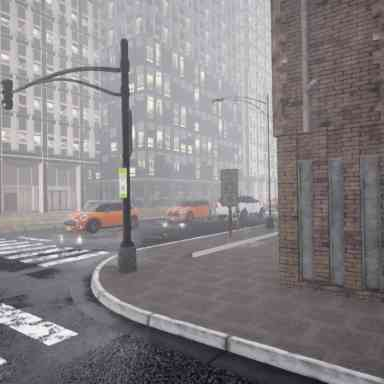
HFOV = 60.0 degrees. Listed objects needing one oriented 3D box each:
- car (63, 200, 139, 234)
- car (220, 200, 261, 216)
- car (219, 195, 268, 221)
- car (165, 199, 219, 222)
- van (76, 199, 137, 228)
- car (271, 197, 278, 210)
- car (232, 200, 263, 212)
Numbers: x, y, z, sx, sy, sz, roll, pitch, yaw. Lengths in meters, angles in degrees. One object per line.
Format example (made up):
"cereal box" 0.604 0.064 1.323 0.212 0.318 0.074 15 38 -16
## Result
"car" -5.358 1.416 19.912 2.097 1.767 4.553 -1 -1 37
"car" 5.130 1.590 34.359 2.128 1.511 4.902 -1 -1 36
"car" 4.053 1.244 27.422 2.150 2.045 5.566 -1 -1 36
"car" -0.150 1.433 27.066 2.097 1.767 4.553 -1 -1 36
"van" -5.917 1.460 23.512 1.690 1.788 3.998 -2 -1 36
"car" 11.074 1.471 42.538 2.097 1.767 4.553 -1 -1 36
"car" 6.992 1.689 41.368 1.752 1.417 4.829 -2 -1 36
